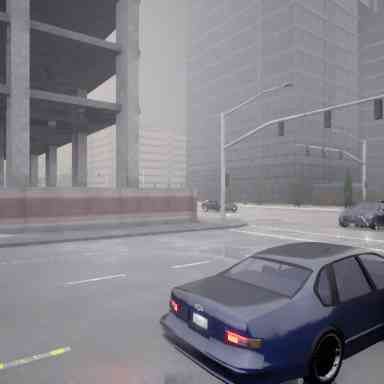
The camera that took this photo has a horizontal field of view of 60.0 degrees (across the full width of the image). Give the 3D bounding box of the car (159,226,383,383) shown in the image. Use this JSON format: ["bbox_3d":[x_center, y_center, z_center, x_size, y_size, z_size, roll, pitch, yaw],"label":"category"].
[{"bbox_3d":[2.149,1.547,5.324,5.357,1.411,2.033,0,0,-35],"label":"car"}]

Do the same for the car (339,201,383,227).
[{"bbox_3d":[11.169,1.352,20.827,4.553,1.767,2.097,0,0,-37],"label":"car"}]

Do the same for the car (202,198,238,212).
[{"bbox_3d":[3.074,1.505,37.408,1.837,1.490,4.892,0,0,-36],"label":"car"}]
